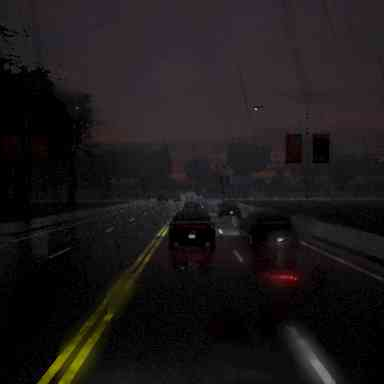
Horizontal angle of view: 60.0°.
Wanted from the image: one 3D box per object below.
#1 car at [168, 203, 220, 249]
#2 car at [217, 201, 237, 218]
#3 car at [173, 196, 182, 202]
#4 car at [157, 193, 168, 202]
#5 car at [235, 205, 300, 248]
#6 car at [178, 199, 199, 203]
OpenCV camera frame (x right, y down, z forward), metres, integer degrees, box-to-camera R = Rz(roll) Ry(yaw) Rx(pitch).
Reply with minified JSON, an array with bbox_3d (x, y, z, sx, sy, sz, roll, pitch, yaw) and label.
[{"bbox_3d":[0.000,1.484,14.653,1.882,1.535,5.008,0,0,0],"label":"car"},{"bbox_3d":[3.251,1.539,29.656,1.812,1.442,4.674,0,0,0],"label":"car"},{"bbox_3d":[-3.249,1.612,75.023,1.895,1.301,4.718,0,0,0],"label":"car"},{"bbox_3d":[-6.499,1.224,74.745,2.150,2.045,5.566,0,0,0],"label":"car"},{"bbox_3d":[3.250,1.515,14.653,1.837,1.490,4.892,0,0,0],"label":"car"},{"bbox_3d":[0.001,1.569,29.656,2.033,1.411,5.357,0,0,0],"label":"car"}]
